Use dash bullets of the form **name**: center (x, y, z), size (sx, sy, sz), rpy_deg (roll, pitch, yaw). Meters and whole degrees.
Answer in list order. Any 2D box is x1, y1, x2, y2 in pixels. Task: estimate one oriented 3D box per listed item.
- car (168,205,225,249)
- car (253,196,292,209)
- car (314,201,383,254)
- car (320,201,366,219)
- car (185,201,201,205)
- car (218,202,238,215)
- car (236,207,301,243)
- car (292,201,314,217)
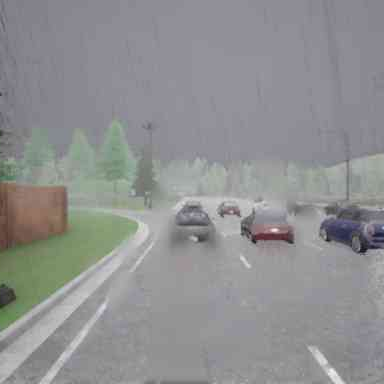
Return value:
- **car**: center (-0.029, 1.560, 14.822), size (2.128, 1.511, 4.902), rpy_deg (0, 0, -2)
- **car**: center (7.092, 1.361, 30.522), size (2.150, 2.045, 5.566), rpy_deg (0, 0, 0)
- **car**: center (7.090, 1.417, 13.885), size (2.097, 1.767, 4.553), rpy_deg (0, 0, 0)
- **car**: center (14.091, 1.636, 31.487), size (2.128, 1.511, 4.902), rpy_deg (0, 0, 0)
- **car**: center (0.091, 1.648, 31.535), size (1.837, 1.490, 4.892), rpy_deg (0, 0, 0)
- **car**: center (3.579, 1.674, 32.515), size (1.812, 1.442, 4.674), rpy_deg (0, 0, 0)
- **car**: center (3.592, 1.639, 16.460), size (1.994, 1.385, 4.181), rpy_deg (0, 0, 0)
- **car**: center (10.591, 1.629, 33.040), size (1.882, 1.535, 5.008), rpy_deg (0, 0, 0)
